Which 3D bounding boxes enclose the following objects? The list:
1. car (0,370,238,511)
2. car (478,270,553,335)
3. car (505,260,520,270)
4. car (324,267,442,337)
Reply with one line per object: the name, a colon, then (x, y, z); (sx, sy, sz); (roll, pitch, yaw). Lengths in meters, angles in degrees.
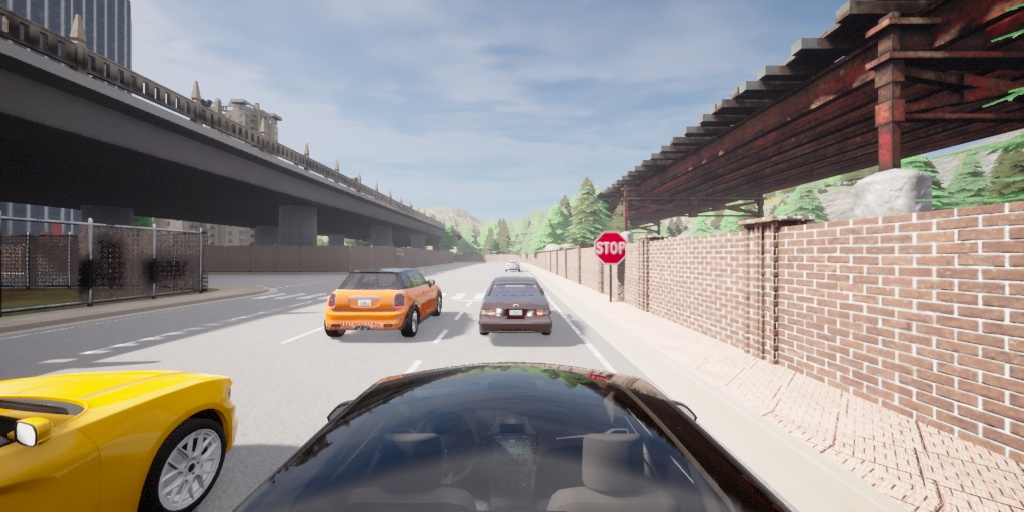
car: (-3.398, 1.228, 1.175); (1.882, 1.535, 5.008); (0, 0, 0)
car: (0.082, 1.297, 10.454); (2.033, 1.411, 5.357); (0, 0, 0)
car: (0.085, 1.276, 46.320); (1.812, 1.442, 4.674); (0, 0, -1)
car: (-3.419, 1.102, 10.433); (2.097, 1.767, 4.553); (0, 0, 0)
